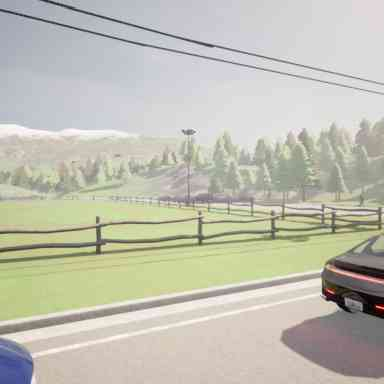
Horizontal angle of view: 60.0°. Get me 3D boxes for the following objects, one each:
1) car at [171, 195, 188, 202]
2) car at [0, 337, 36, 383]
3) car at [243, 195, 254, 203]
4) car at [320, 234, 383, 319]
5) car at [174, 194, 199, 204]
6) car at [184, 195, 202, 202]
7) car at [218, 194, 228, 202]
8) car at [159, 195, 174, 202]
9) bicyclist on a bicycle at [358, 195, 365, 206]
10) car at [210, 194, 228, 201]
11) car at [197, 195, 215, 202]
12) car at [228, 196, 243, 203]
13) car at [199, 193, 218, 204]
[{"bbox_3d":[-2.890,1.474,74.689,1.812,1.442,4.674,0,0,-28],"label":"car"},{"bbox_3d":[-3.407,1.526,1.798,4.674,1.442,1.812,0,0,-29],"label":"car"},{"bbox_3d":[11.230,1.501,70.639,1.837,1.490,4.892,0,0,-28],"label":"car"},{"bbox_3d":[4.583,1.492,6.203,4.902,1.511,2.128,0,0,-28],"label":"car"},{"bbox_3d":[-1.145,1.353,64.092,2.097,1.767,4.553,0,0,-28],"label":"car"},{"bbox_3d":[0.190,1.425,76.351,1.882,1.535,5.008,0,0,-28],"label":"car"},{"bbox_3d":[4.862,1.565,67.699,1.994,1.385,4.181,0,0,-28],"label":"car"},{"bbox_3d":[-5.970,1.449,73.026,1.837,1.490,4.892,0,0,-28],"label":"car"},{"bbox_3d":[26.192,1.304,51.488,1.656,1.620,0.582,0,0,-28],"label":"bicyclist on a bicycle"},{"bbox_3d":[6.364,1.299,79.650,2.097,1.767,4.553,0,0,-28],"label":"car"},{"bbox_3d":[3.270,1.469,78.014,2.128,1.511,4.902,0,0,-28],"label":"car"},{"bbox_3d":[7.956,1.553,69.335,1.994,1.385,4.181,0,0,-28],"label":"car"},{"bbox_3d":[2.208,1.222,65.247,2.150,2.045,5.566,0,0,-28],"label":"car"}]
